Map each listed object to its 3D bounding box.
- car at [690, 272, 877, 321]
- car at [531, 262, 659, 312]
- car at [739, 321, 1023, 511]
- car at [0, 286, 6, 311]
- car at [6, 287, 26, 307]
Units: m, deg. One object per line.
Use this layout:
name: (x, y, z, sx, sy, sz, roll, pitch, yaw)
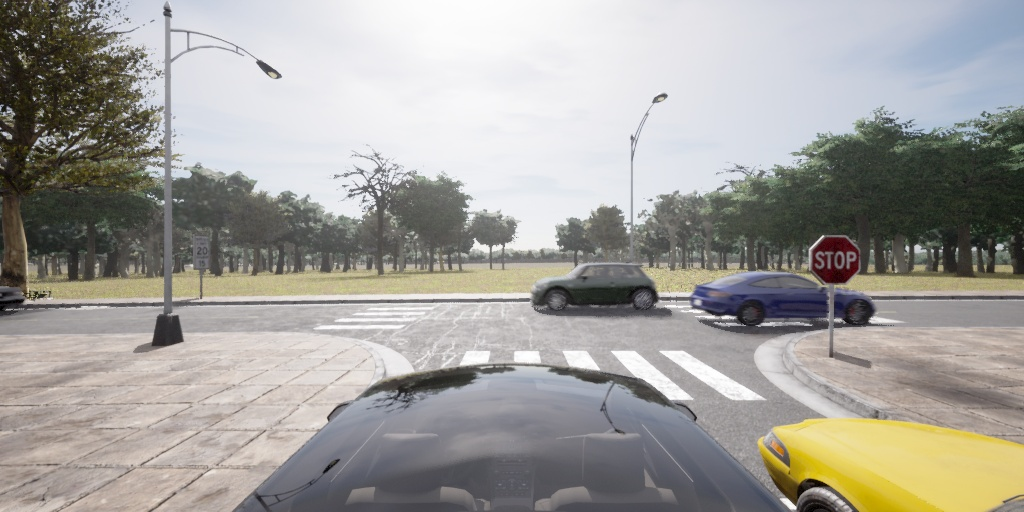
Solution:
car: (7.752, 1.180, 10.515, 4.674, 1.442, 1.812, 0, 0, 1)
car: (2.984, 1.048, 13.524, 4.553, 1.767, 2.097, -1, 0, 1)
car: (2.628, 1.275, 0.614, 1.751, 1.417, 4.829, 0, 0, 0)
car: (-18.873, 1.563, 10.851, 4.181, 1.385, 1.994, -1, 0, 1)
car: (-22.380, 1.607, 13.842, 5.357, 1.411, 2.033, -1, 0, 1)
